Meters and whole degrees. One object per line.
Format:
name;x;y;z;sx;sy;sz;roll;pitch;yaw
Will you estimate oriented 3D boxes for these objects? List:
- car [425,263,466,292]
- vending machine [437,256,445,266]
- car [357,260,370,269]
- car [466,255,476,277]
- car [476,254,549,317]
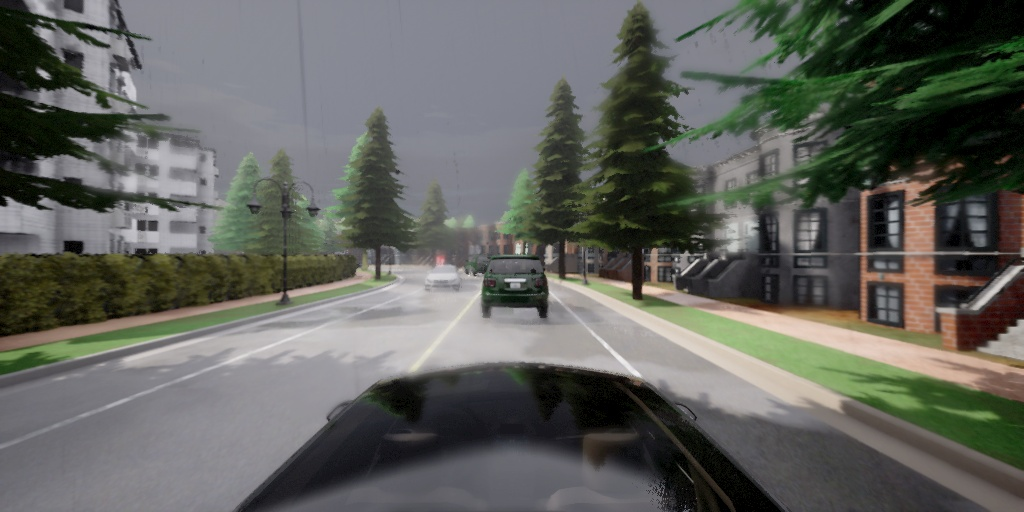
car;-3.905;1.262;21.180;1.812;1.442;4.674;0;0;-4
vending machine;-11.595;0.905;58.301;0.880;2.100;1.100;0;0;44
car;-24.598;1.276;57.236;4.181;1.385;1.994;0;0;35
car;-3.284;0.947;35.891;2.150;2.045;5.566;0;0;-20
car;0.101;0.963;13.263;2.150;2.045;5.566;0;0;0
